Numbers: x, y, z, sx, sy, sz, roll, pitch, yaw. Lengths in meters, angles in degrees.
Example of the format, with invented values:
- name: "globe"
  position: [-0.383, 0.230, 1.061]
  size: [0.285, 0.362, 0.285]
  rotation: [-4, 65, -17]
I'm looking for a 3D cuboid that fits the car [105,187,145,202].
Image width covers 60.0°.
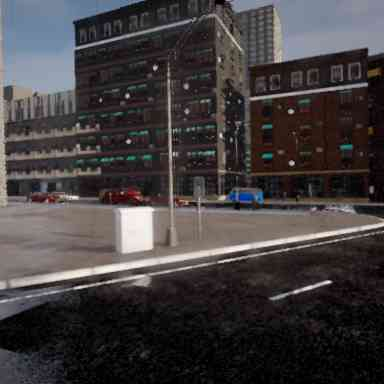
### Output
- name: "car"
  position: [-9.213, 0.303, 45.424]
  size: [5.009, 1.841, 2.192]
  rotation: [0, 0, 24]

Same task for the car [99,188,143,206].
- name: "car"
  position: [-7.533, 0.524, 35.528]
  size: [5.009, 1.841, 2.192]
  rotation: [0, 0, 24]

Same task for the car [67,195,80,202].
- name: "car"
  position: [-16.641, 0.671, 42.382]
  size: [4.718, 1.301, 1.895]
  rotation: [0, 1, 24]

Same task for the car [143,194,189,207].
- name: "car"
  position: [-2.381, 0.831, 33.257]
  size: [4.206, 1.307, 1.802]
  rotation: [0, 0, 24]

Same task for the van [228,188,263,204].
- name: "van"
  position: [6.248, 0.450, 38.608]
  size: [3.998, 1.788, 1.690]
  rotation: [0, 0, 24]

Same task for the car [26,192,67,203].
- name: "car"
  position: [-17.847, 0.670, 40.075]
  size: [4.507, 1.381, 1.887]
  rotation: [0, 0, 24]
